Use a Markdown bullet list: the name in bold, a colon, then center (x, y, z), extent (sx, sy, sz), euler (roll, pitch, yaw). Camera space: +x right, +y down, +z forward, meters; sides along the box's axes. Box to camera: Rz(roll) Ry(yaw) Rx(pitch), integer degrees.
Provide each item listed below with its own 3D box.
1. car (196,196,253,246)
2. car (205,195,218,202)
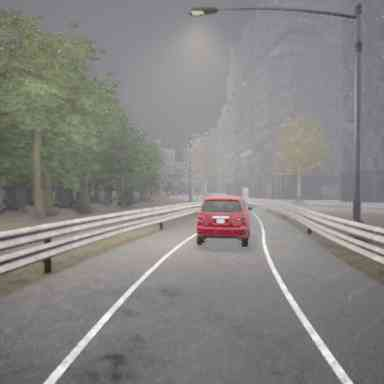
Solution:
- **car**: center (1.607, 1.229, 15.550), extent (2.150, 2.045, 5.566), euler (0, 0, 11)
- **car**: center (4.190, 1.494, 73.679), extent (1.994, 1.385, 4.181), euler (0, 0, -9)
